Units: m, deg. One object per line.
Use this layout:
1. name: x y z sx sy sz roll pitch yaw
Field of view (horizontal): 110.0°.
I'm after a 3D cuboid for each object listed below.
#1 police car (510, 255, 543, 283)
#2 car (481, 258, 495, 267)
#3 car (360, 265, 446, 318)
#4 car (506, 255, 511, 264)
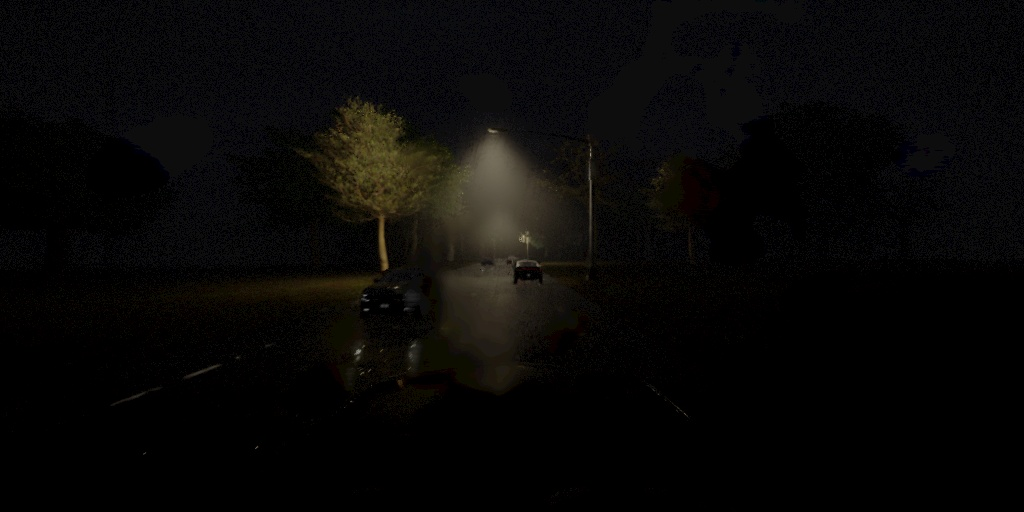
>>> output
1. police car: 1.042 0.957 25.037 1.930 1.638 5.238 0 1 0
2. car: -3.560 0.875 53.640 1.895 1.301 4.718 0 0 1
3. car: -3.595 1.126 12.636 1.882 1.535 5.008 0 1 0
4. car: 0.000 0.800 62.596 1.895 1.301 4.718 0 0 0
